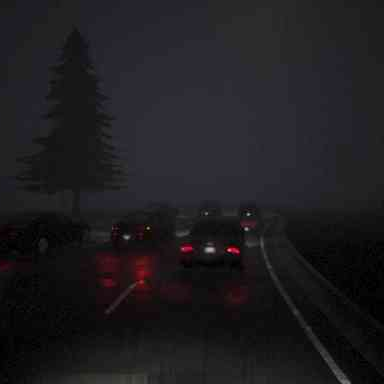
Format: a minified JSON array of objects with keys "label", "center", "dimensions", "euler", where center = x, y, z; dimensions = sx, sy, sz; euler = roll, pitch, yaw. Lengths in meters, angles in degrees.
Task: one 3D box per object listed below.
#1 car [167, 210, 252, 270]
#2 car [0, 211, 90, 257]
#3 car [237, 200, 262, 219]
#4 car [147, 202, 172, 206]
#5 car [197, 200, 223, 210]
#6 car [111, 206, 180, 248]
[{"label":"car","center":[0.870,1.548,11.082],"dimensions":[2.033,1.411,5.357],"euler":[0,0,9]},{"label":"car","center":[-5.851,1.479,13.137],"dimensions":[1.882,1.535,5.008],"euler":[0,0,10]},{"label":"car","center":[4.969,1.508,29.012],"dimensions":[1.837,1.490,4.892],"euler":[1,1,11]},{"label":"car","center":[-2.572,1.549,27.252],"dimensions":[2.033,1.411,5.357],"euler":[0,0,16]},{"label":"car","center":[1.644,1.508,29.956],"dimensions":[1.837,1.490,4.892],"euler":[1,1,10]},{"label":"car","center":[-2.013,1.528,14.702],"dimensions":[1.812,1.442,4.674],"euler":[0,-1,10]}]
